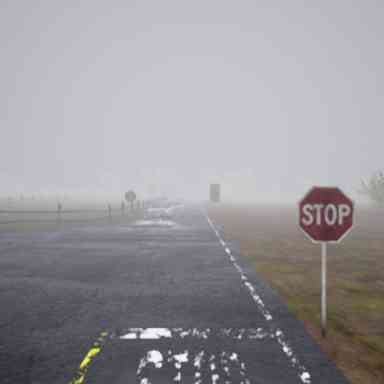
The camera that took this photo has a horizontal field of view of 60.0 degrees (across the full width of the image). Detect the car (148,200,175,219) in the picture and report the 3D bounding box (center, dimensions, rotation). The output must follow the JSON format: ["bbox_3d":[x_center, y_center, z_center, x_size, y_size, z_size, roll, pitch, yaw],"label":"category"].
[{"bbox_3d":[-2.769,1.632,29.416,1.895,1.301,4.718,0,0,0],"label":"car"}]

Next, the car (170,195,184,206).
[{"bbox_3d":[-2.785,1.623,55.811,1.994,1.385,4.181,0,1,0],"label":"car"}]
